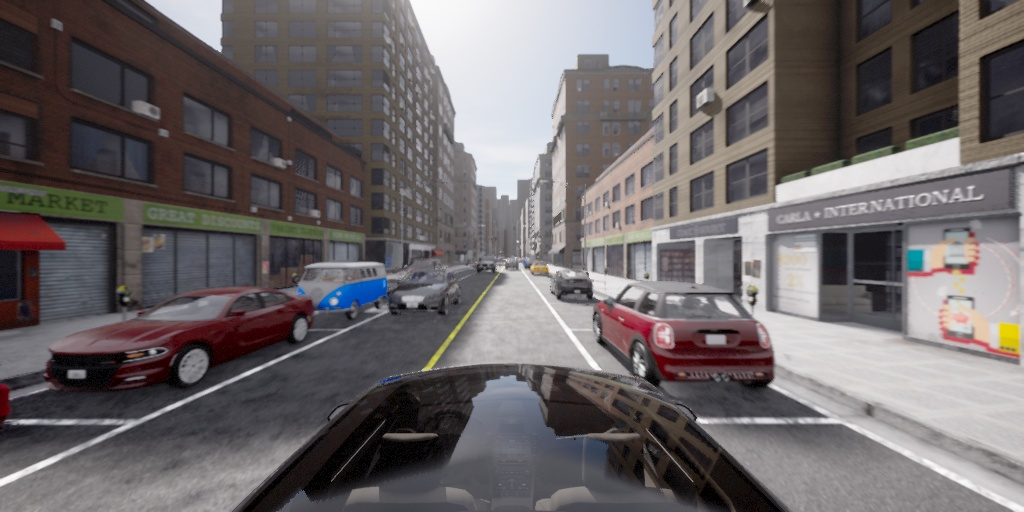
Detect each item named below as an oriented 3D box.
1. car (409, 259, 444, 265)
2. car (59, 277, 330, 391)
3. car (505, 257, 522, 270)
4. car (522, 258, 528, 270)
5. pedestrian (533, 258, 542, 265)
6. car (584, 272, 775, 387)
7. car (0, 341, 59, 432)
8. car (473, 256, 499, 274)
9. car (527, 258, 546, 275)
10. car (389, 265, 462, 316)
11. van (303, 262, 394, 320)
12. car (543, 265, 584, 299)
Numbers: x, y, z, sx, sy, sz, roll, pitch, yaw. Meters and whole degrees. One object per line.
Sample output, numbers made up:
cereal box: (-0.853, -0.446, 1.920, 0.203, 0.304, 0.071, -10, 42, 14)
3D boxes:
car: (-5.670, 1.087, 23.270, 2.192, 1.841, 5.009, 0, 0, 0)
car: (-5.668, 1.299, 6.918, 1.888, 1.381, 4.507, 0, 0, 0)
car: (0.007, 1.317, 53.987, 2.128, 1.511, 4.902, 0, 0, 0)
car: (2.852, 1.388, 55.990, 1.948, 1.339, 4.313, 0, 0, 0)
pedestrian: (2.994, 1.116, 42.617, 0.375, 1.860, 0.375, 0, 0, -10)
car: (2.856, 1.194, 6.954, 1.967, 1.591, 4.097, 0, 0, 0)
car: (-5.668, 1.295, 1.467, 1.888, 1.381, 4.507, 0, 0, 0)
car: (-3.093, 1.024, 43.733, 2.150, 2.045, 5.566, 0, 0, 0)
car: (2.996, 1.252, 39.626, 1.801, 1.575, 5.366, 0, 0, 0)
car: (-3.058, 1.254, 13.482, 2.128, 1.511, 4.902, 0, 0, 0)
van: (-5.669, 1.100, 12.369, 1.690, 1.789, 3.998, 0, 0, 0)
car: (2.856, 1.316, 17.851, 2.007, 1.370, 4.403, 0, 0, 0)
